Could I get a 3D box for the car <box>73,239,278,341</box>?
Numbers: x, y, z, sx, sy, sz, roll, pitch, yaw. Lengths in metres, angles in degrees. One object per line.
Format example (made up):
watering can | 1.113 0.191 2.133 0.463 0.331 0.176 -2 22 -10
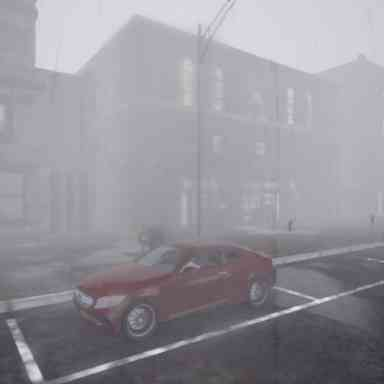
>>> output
car | -0.097 1.618 6.493 4.206 1.307 1.802 1 -1 -35
